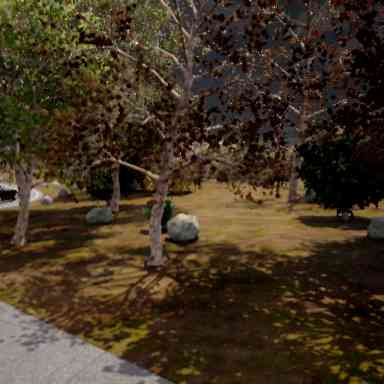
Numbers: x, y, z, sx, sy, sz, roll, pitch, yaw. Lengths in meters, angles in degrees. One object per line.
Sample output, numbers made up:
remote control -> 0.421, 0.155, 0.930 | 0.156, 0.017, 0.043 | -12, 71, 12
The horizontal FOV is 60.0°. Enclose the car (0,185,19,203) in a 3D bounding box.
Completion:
car -> -16.581, 0.109, 28.359 | 2.128, 1.511, 4.902 | 5, 4, -3
